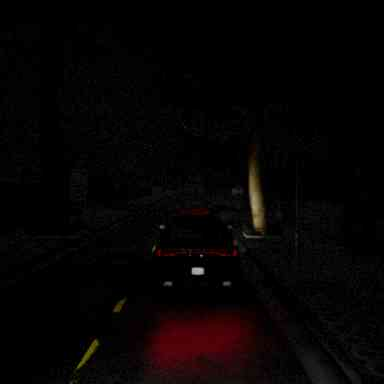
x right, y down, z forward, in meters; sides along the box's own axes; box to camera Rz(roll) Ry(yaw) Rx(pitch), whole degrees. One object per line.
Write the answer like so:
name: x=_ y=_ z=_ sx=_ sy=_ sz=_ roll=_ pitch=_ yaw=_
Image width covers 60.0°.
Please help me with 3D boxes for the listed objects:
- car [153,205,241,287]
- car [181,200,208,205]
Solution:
car: x=0.108 y=1.337 z=8.905 sx=1.882 sy=1.535 sz=5.008 roll=0 pitch=1 yaw=0
car: x=0.118 y=1.170 z=18.926 sx=1.882 sy=1.535 sz=5.008 roll=0 pitch=1 yaw=0
